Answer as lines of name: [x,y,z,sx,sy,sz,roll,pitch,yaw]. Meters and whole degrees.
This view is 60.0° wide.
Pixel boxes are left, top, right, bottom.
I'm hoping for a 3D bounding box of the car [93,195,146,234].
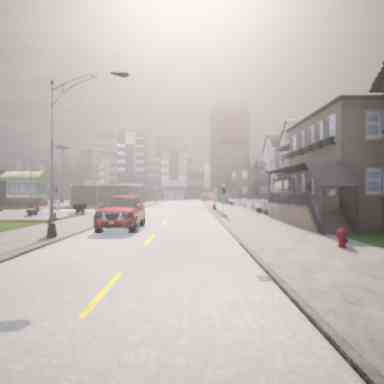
car: [-4.085,1.210,19.674,2.150,2.045,5.566,0,0,0]
